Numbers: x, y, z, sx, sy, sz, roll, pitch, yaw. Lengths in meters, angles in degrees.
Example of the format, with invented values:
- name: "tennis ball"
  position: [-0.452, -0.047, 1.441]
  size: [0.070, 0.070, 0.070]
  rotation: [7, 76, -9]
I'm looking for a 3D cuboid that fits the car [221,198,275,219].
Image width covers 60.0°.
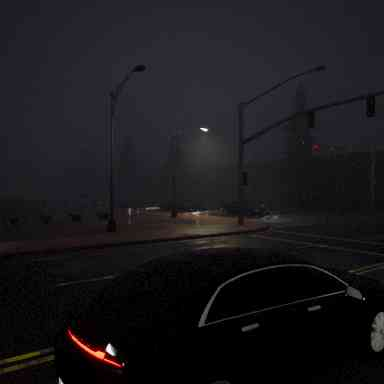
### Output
- name: "car"
  position: [4.637, 1.507, 29.714]
  size: [1.837, 1.490, 4.892]
  rotation: [0, 0, -36]

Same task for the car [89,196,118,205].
- name: "car"
  position: [-16.271, 1.478, 61.339]
  size: [5.008, 1.535, 1.882]
  rotation: [0, 0, 21]

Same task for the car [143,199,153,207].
- name: "car"
  position: [-7.686, 1.564, 48.712]
  size: [4.181, 1.385, 1.994]
  rotation: [0, 0, 35]

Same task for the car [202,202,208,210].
- name: "car"
  position: [-0.097, 1.506, 41.588]
  size: [1.837, 1.490, 4.892]
  rotation: [0, 0, -41]

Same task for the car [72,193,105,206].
- name: "car"
  position: [-16.722, 1.221, 54.019]
  size: [5.566, 2.045, 2.150]
  rotation: [0, 0, 20]

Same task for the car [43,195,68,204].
- name: "car"
  position: [-26.230, 1.352, 63.806]
  size: [4.553, 1.767, 2.097]
  rotation: [0, 0, 9]

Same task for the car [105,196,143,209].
- name: "car"
  position: [-9.366, 1.526, 45.665]
  size: [4.674, 1.442, 1.812]
  rotation: [0, 0, 37]

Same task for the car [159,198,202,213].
- name: "car"
  position: [-1.678, 1.548, 38.245]
  size: [2.033, 1.411, 5.357]
  rotation: [0, 0, -39]

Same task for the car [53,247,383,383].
- name: "car"
  position: [0.823, 1.505, 4.384]
  size: [4.892, 1.490, 1.837]
  rotation: [0, 0, -35]

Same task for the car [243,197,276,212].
- name: "car"
  position: [6.177, 1.351, 33.493]
  size: [2.097, 1.767, 4.553]
  rotation: [0, 0, -37]
